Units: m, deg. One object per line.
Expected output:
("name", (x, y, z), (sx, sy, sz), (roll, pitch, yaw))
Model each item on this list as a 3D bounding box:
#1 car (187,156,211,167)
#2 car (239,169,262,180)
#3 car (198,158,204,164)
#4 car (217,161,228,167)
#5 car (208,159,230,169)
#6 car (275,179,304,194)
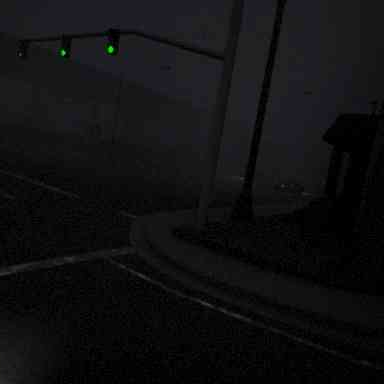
("car", (1.530, -6.966, 75.436), (4.974, 1.542, 2.038), (8, 7, -10))
("car", (9.042, -2.759, 50.927), (1.837, 1.490, 4.892), (14, 8, 36))
("car", (1.505, -7.128, 75.408), (4.536, 1.218, 1.853), (8, 7, -10))
("car", (6.852, -7.247, 83.856), (4.536, 1.218, 1.853), (6, 7, -25))
("car", (6.873, -7.087, 83.896), (4.974, 1.542, 2.038), (6, 7, -25))
("car", (10.589, -0.613, 35.767), (1.994, 1.385, 4.181), (14, 8, 36))
